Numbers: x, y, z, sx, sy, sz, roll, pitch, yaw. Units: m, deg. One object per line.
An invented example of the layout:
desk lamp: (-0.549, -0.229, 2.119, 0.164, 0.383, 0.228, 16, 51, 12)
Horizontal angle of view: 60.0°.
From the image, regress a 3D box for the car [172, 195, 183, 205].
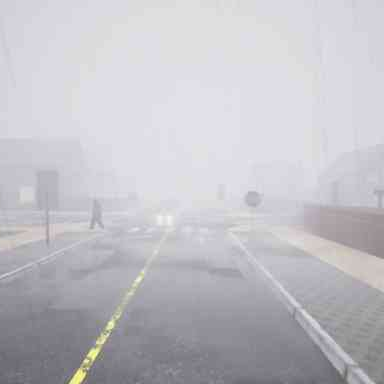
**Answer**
car: (-2.807, 1.491, 59.437, 2.150, 2.045, 5.566, 0, -1, 0)

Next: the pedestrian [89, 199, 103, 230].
pedestrian: (-5.251, 1.171, 18.165, 0.375, 1.860, 0.375, -1, 1, 0)

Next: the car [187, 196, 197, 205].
car: (0.025, 1.935, 69.386, 1.994, 1.385, 4.181, 0, -1, 0)

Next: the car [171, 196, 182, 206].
car: (-2.827, 1.699, 47.601, 1.812, 1.442, 4.674, 0, 0, 0)

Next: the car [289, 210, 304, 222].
car: (10.423, 1.798, 27.032, 4.718, 1.301, 1.895, 1, 1, -1)

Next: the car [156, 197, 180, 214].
car: (-2.833, 1.600, 36.843, 2.128, 1.511, 4.902, 0, 0, 0)

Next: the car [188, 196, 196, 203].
car: (0.028, 1.816, 79.395, 1.837, 1.490, 4.892, 0, -1, 0)
